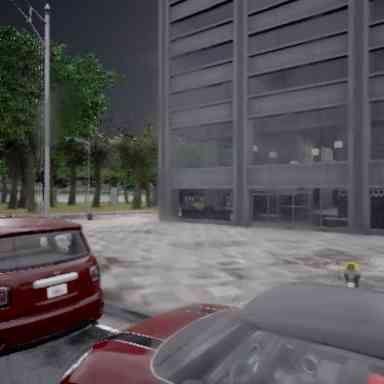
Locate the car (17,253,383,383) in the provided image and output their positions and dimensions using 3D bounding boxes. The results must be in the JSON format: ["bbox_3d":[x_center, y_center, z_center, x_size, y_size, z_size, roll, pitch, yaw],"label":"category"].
[{"bbox_3d":[0.800,1.440,2.391,4.097,1.590,1.967,0,0,35],"label":"car"}]

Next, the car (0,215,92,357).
[{"bbox_3d":[-3.627,1.315,5.548,5.009,1.841,2.192,0,0,35],"label":"car"}]
